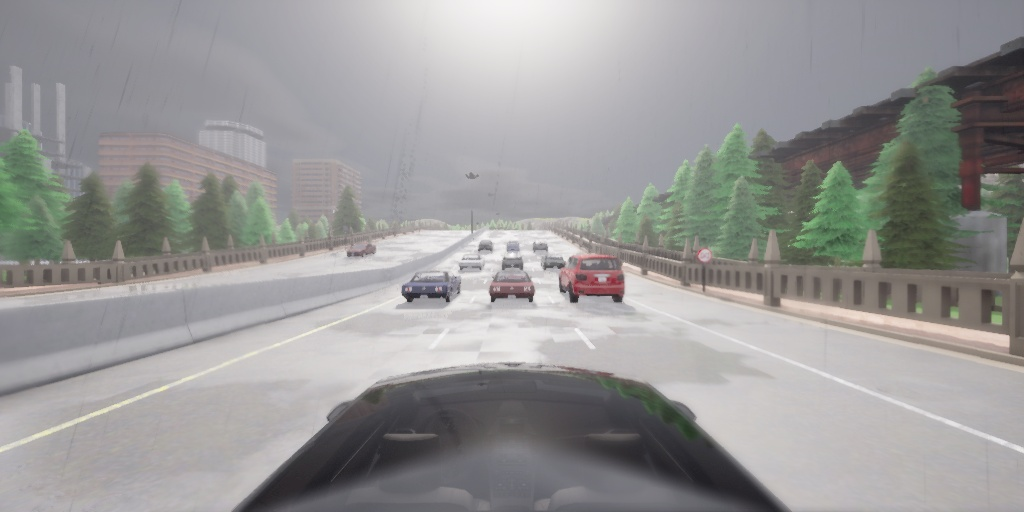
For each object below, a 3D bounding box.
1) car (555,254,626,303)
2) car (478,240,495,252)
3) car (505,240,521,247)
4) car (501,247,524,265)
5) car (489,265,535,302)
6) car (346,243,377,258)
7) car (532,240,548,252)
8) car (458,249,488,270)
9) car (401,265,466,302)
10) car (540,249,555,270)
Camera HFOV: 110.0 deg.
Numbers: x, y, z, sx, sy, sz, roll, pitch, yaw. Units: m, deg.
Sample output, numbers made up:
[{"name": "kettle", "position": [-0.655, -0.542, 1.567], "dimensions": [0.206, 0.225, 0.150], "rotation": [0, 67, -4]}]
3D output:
[{"name": "car", "position": [3.501, 0.933, 16.508], "dimensions": [2.150, 2.045, 5.566], "rotation": [0, 1, 0]}, {"name": "car", "position": [-3.360, -1.366, 46.610], "dimensions": [1.837, 1.490, 4.892], "rotation": [0, 7, 0]}, {"name": "car", "position": [0.140, -1.319, 46.595], "dimensions": [2.033, 1.411, 5.357], "rotation": [0, 7, 0]}, {"name": "car", "position": [0.056, 0.340, 31.414], "dimensions": [2.128, 1.511, 4.902], "rotation": [0, 5, 0]}, {"name": "car", "position": [0.000, 1.297, 16.515], "dimensions": [1.895, 1.301, 4.718], "rotation": [0, 1, 0]}, {"name": "car", "position": [-17.389, -0.730, 41.576], "dimensions": [1.882, 1.535, 5.008], "rotation": [0, 7, 0]}, {"name": "car", "position": [3.640, -1.387, 46.571], "dimensions": [2.128, 1.511, 4.902], "rotation": [0, 7, 0]}, {"name": "car", "position": [-3.444, 0.458, 31.470], "dimensions": [1.895, 1.301, 4.718], "rotation": [0, 5, 0]}, {"name": "car", "position": [-3.500, 1.297, 16.515], "dimensions": [1.895, 1.301, 4.718], "rotation": [0, 1, 0]}, {"name": "car", "position": [3.556, 0.458, 31.431], "dimensions": [1.895, 1.301, 4.718], "rotation": [0, 5, 0]}]
